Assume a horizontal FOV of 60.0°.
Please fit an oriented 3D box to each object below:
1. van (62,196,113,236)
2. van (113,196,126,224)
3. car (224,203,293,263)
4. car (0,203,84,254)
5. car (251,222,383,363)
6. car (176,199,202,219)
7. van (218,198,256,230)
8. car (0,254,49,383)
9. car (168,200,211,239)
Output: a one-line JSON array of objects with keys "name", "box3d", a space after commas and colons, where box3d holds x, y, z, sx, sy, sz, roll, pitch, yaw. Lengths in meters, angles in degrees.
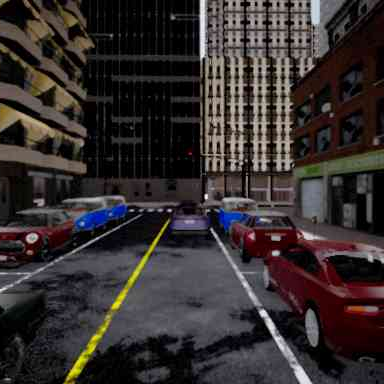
[{"name": "van", "box3d": [-5.545, 1.215, 17.190, 1.690, 1.788, 3.998, 0, 0, -1]}, {"name": "van", "box3d": [-5.622, 1.176, 22.879, 1.690, 1.788, 3.998, 0, 0, -1]}, {"name": "car", "box3d": [2.411, 1.352, 11.613, 1.967, 1.590, 4.097, 0, 0, -1]}, {"name": "car", "box3d": [-5.468, 1.354, 11.502, 1.967, 1.590, 4.097, 0, 0, -1]}, {"name": "car", "box3d": [2.488, 1.498, 5.925, 1.887, 1.381, 4.507, 0, 0, -1]}, {"name": "car", "box3d": [-0.279, 1.345, 28.193, 2.033, 1.411, 5.357, 0, 0, -1]}, {"name": "van", "box3d": [2.335, 1.213, 17.302, 1.690, 1.788, 3.998, 0, 0, -1]}, {"name": "car", "box3d": [-2.884, 1.583, 2.315, 1.895, 1.301, 4.718, 0, 0, -1]}, {"name": "car", "box3d": [-0.124, 1.310, 16.497, 2.033, 1.649, 4.856, 0, 1, -1]}]
